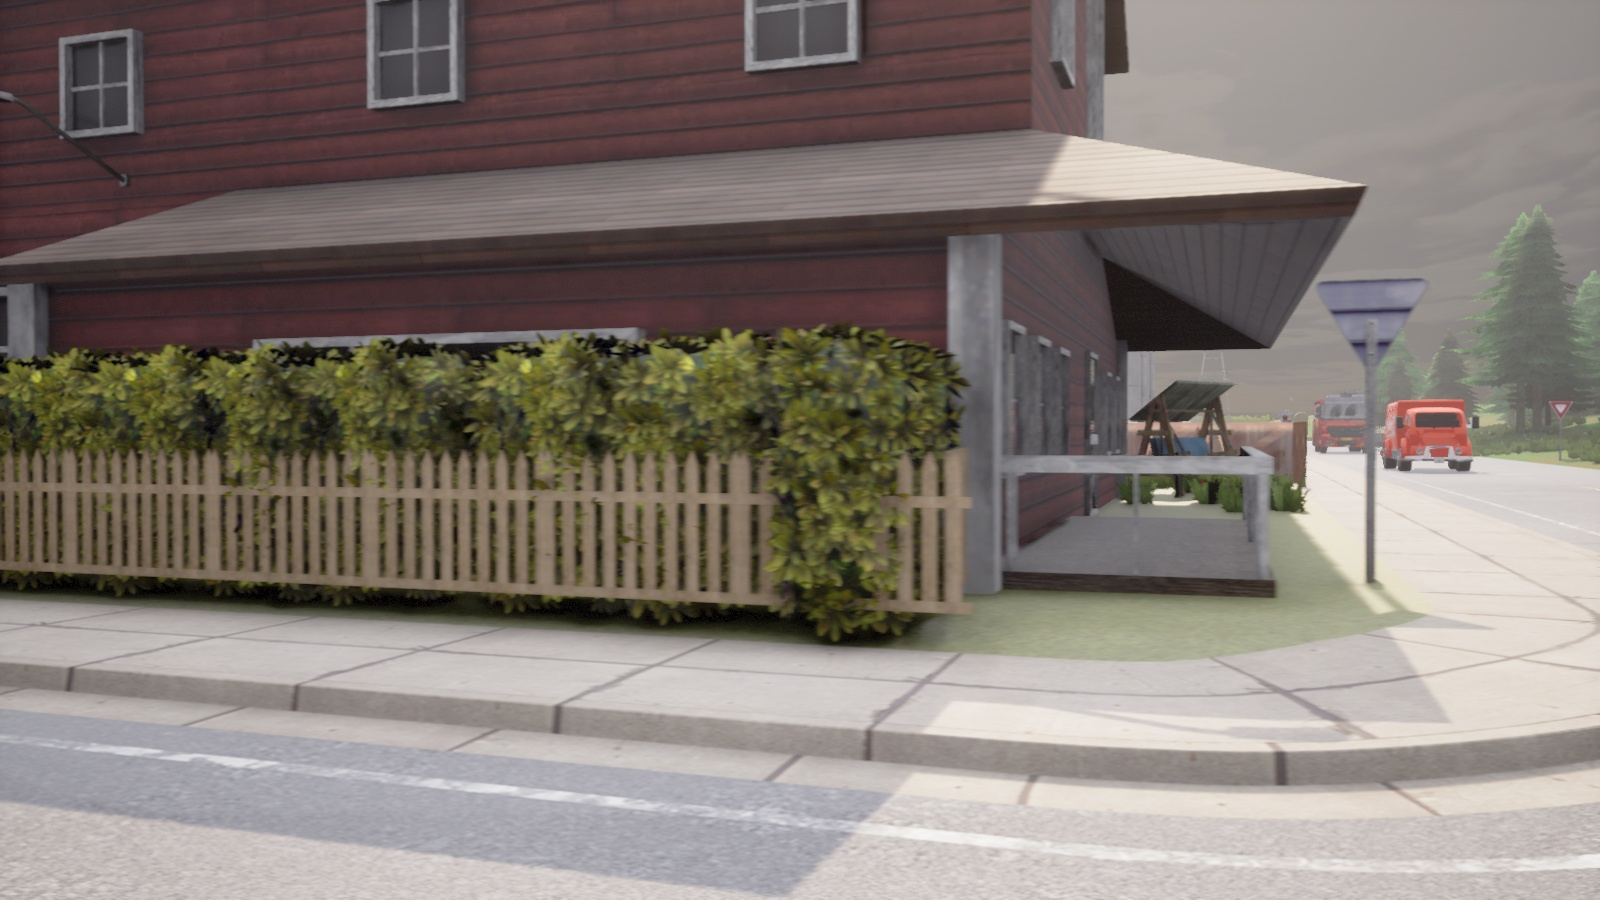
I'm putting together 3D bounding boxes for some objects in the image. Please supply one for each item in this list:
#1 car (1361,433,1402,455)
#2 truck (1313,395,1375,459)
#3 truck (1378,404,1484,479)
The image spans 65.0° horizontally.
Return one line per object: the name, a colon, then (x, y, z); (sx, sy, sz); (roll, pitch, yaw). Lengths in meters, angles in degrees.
car: (41.533, -0.452, 89.762); (2.128, 1.511, 4.902); (1, 1, 19)
truck: (34.173, -1.460, 79.152); (2.891, 3.827, 8.468); (1, 1, 19)
truck: (22.039, -0.329, 44.095); (2.627, 2.467, 5.204); (1, 1, 19)
